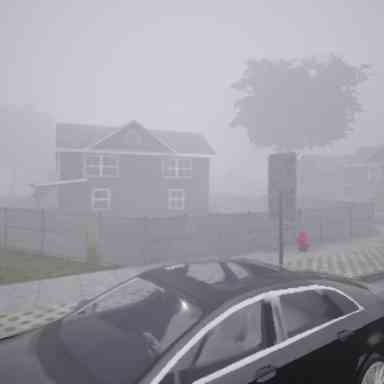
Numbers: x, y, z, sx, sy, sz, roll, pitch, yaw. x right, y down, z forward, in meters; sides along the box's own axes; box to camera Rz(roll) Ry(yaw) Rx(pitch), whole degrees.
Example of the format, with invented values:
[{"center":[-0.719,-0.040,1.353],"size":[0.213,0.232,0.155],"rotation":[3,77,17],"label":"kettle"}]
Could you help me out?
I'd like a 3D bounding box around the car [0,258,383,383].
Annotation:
[{"center":[0.038,1.479,3.011],"size":[4.902,1.511,2.128],"rotation":[0,0,-35],"label":"car"}]
